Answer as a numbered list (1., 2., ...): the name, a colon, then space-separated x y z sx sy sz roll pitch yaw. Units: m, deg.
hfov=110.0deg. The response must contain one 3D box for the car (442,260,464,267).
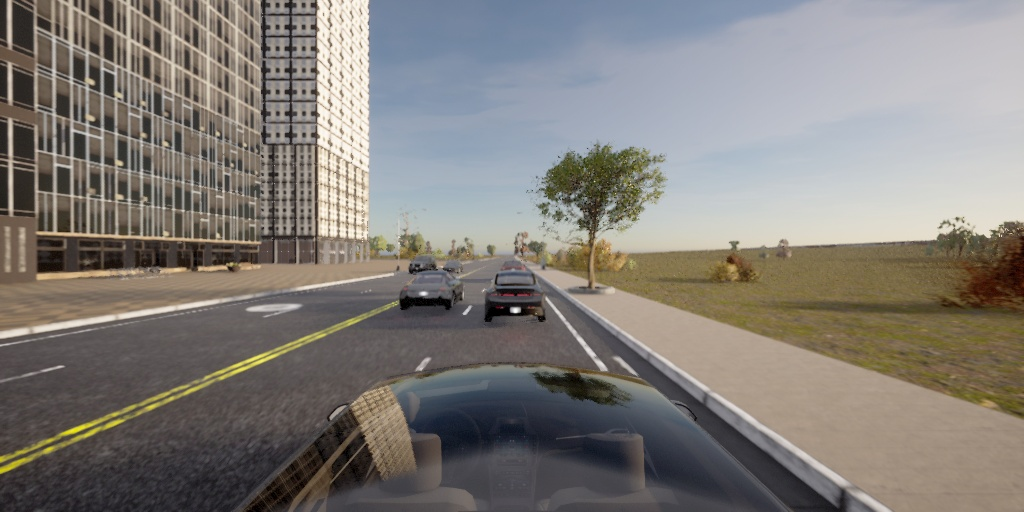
1. car: -6.588 1.235 40.340 1.837 1.490 4.892 0 0 0

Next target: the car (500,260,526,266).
1. car: 0.091 1.087 30.047 2.097 1.767 4.553 0 0 0

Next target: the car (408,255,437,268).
1. car: -9.842 0.950 39.979 2.150 2.045 5.566 0 0 0

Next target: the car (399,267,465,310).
1. car: -3.153 1.307 14.784 1.994 1.385 4.181 0 0 0

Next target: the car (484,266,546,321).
1. car: 0.098 1.250 12.407 1.837 1.490 4.892 0 0 0
